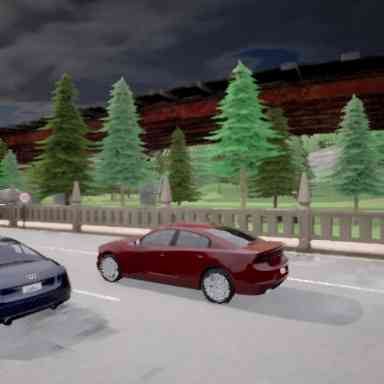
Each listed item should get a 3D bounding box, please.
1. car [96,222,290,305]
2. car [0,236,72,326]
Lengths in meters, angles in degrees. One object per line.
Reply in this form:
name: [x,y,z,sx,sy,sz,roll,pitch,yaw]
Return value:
car: [-0.204,1.483,8.162,5.008,1.535,1.882,-1,0,33]
car: [-4.389,1.613,6.696,4.181,1.385,1.994,-1,0,33]
